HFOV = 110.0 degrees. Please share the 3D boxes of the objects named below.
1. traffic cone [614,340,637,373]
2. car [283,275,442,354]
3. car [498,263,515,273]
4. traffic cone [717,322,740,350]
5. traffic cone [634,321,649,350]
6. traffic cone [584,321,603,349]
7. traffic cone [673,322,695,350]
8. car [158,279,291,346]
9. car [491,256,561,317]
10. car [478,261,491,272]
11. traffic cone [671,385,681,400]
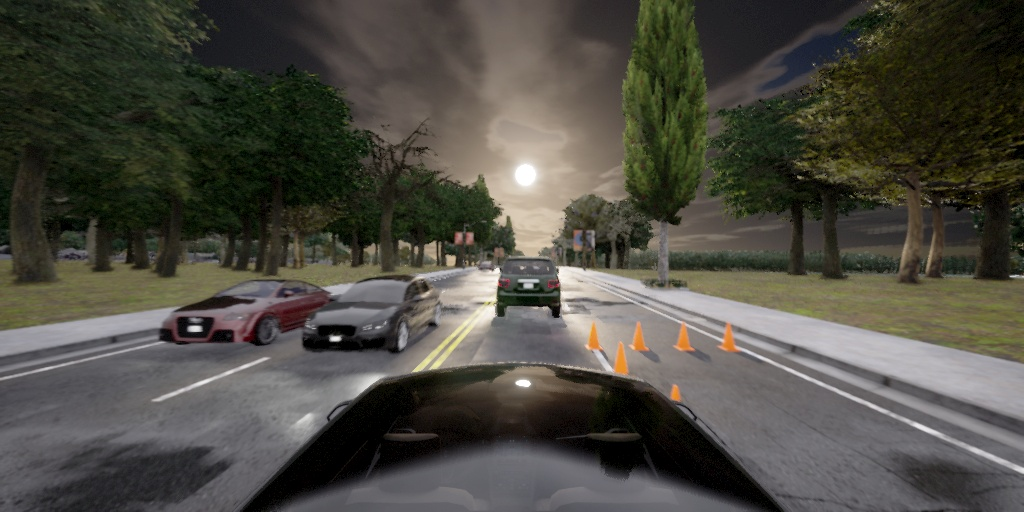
[{"bbox_3d":[1.811,1.735,5.973,0.340,0.580,0.340,0,0,0],"label":"traffic cone"},{"bbox_3d":[-3.076,1.259,8.920,1.837,1.490,4.892,0,0,3],"label":"car"},{"bbox_3d":[-0.702,1.591,49.010,1.895,1.301,4.718,0,0,4],"label":"car"},{"bbox_3d":[4.810,1.765,7.970,0.340,0.580,0.340,0,0,1],"label":"traffic cone"},{"bbox_3d":[2.813,1.750,7.973,0.340,0.580,0.340,0,0,0],"label":"traffic cone"},{"bbox_3d":[1.813,1.743,7.973,0.340,0.580,0.340,0,0,0],"label":"traffic cone"},{"bbox_3d":[3.813,1.758,7.972,0.340,0.580,0.340,0,0,0],"label":"traffic cone"},{"bbox_3d":[-6.315,1.295,9.237,1.994,1.385,4.181,0,0,3],"label":"car"},{"bbox_3d":[0.657,1.027,13.765,2.150,2.045,5.566,0,0,3],"label":"car"},{"bbox_3d":[-3.730,1.521,52.541,1.812,1.442,4.674,0,0,4],"label":"car"},{"bbox_3d":[1.810,1.729,3.973,0.340,0.580,0.340,0,0,0],"label":"traffic cone"}]
